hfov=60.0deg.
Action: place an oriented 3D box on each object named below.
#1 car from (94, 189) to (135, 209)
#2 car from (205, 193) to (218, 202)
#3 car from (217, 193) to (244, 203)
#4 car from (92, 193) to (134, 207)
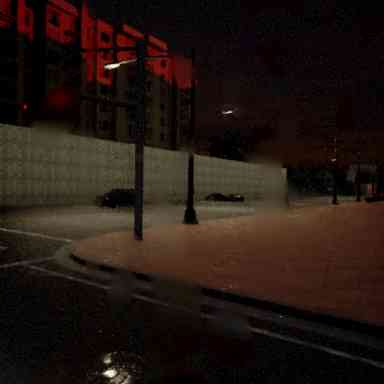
[{"bbox_3d":[-7.829,0.681,35.695,2.150,2.045,5.566,1,1,36],"label":"car"},{"bbox_3d":[4.039,0.918,58.070,1.812,1.442,4.674,1,1,36],"label":"car"},{"bbox_3d":[6.919,1.010,56.080,2.033,1.411,5.357,1,1,36],"label":"car"},{"bbox_3d":[-9.330,0.894,39.605,1.837,1.490,4.892,1,1,36],"label":"car"}]
